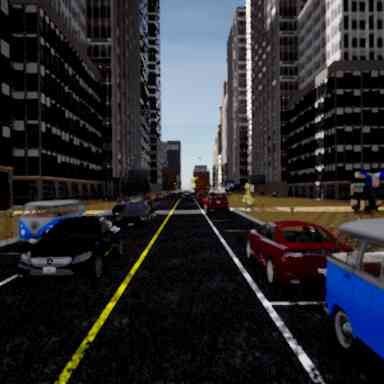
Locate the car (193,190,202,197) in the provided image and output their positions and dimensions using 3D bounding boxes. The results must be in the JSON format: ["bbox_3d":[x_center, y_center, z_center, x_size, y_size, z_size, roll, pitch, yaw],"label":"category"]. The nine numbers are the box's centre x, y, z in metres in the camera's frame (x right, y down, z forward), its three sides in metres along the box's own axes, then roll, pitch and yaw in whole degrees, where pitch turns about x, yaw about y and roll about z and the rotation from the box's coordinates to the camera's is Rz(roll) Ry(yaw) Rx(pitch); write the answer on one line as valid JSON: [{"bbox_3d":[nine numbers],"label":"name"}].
[{"bbox_3d":[1.399,0.347,86.464,2.192,1.841,5.009,0,1,-1],"label":"car"}]

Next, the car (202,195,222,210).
[{"bbox_3d":[2.160,1.120,36.621,1.887,1.381,4.507,0,1,-1],"label":"car"}]

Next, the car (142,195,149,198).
[{"bbox_3d":[-6.219,1.218,36.493,2.008,1.369,4.403,0,1,-1],"label":"car"}]

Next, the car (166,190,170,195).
[{"bbox_3d":[-6.894,0.766,80.801,1.802,1.307,4.206,0,1,-1],"label":"car"}]

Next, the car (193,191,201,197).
[{"bbox_3d":[1.315,0.411,92.003,1.967,1.590,4.097,0,1,-1],"label":"car"}]

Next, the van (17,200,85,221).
[{"bbox_3d":[-5.882,1.247,14.338,1.690,1.788,3.998,0,1,-1],"label":"van"}]

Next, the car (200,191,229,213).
[{"bbox_3d":[2.243,0.950,31.080,2.192,1.841,5.009,0,1,-1],"label":"car"}]

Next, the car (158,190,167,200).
[{"bbox_3d":[-6.725,0.888,69.725,1.802,1.307,4.206,0,1,-1],"label":"car"}]

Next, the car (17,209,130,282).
[{"bbox_3d":[-3.222,1.453,9.742,1.812,1.442,4.674,-1,1,-1],"label":"car"}]

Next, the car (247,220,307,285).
[{"bbox_3d":[2.606,1.418,8.933,1.887,1.381,4.507,0,1,-1],"label":"car"}]

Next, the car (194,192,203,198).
[{"bbox_3d":[1.485,0.658,80.928,1.947,1.339,4.313,0,1,-1],"label":"car"}]

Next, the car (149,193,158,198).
[{"bbox_3d":[-6.387,1.129,47.571,1.802,1.307,4.206,0,1,-1],"label":"car"}]

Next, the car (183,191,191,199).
[{"bbox_3d":[-1.082,0.731,72.577,2.128,1.511,4.902,-1,1,-1],"label":"car"}]

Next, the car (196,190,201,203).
[{"bbox_3d":[2.074,0.830,42.157,2.192,1.841,5.009,0,1,-1],"label":"car"}]

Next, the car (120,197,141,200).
[{"bbox_3d":[-6.134,1.293,30.956,1.947,1.339,4.313,0,1,-1],"label":"car"}]

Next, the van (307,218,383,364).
[{"bbox_3d":[2.779,1.273,3.395,1.690,1.788,3.998,0,1,-1],"label":"van"}]

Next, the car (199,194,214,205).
[{"bbox_3d":[1.992,1.021,47.699,1.947,1.339,4.313,0,1,-1],"label":"car"}]

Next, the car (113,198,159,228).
[{"bbox_3d":[-3.383,1.355,20.869,2.033,1.411,5.357,-1,1,-1],"label":"car"}]

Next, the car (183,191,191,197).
[{"bbox_3d":[-1.242,0.481,82.997,1.837,1.490,4.892,-1,1,-1],"label":"car"}]

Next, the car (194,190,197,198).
[{"bbox_3d":[1.906,0.710,53.234,2.192,1.841,5.009,0,1,-1],"label":"car"}]
